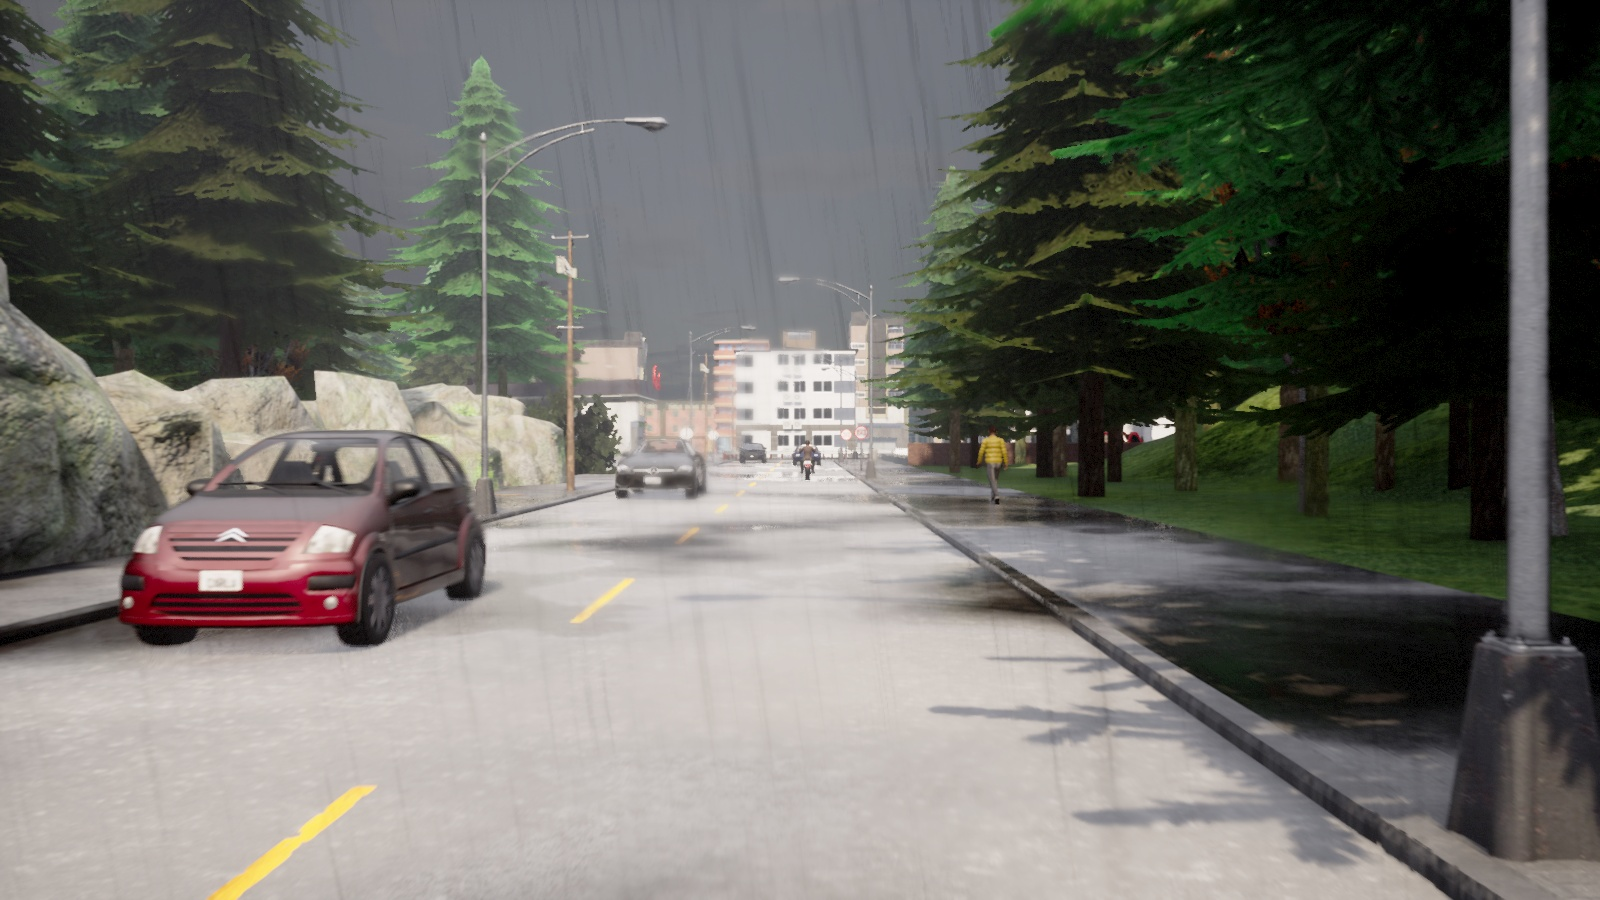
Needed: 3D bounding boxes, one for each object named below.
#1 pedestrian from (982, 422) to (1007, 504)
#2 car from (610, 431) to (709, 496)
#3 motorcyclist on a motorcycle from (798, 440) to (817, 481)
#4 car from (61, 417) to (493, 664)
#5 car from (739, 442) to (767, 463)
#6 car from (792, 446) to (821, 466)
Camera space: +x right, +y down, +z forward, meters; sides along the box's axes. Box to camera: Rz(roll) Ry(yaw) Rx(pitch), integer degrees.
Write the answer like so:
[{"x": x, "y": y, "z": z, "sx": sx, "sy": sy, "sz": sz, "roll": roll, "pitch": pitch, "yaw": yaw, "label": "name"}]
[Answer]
[{"x": 4.418, "y": 0.299, "z": 28.507, "sx": 0.431, "sy": 1.840, "sz": 0.709, "roll": 0, "pitch": 0, "yaw": -2, "label": "pedestrian"}, {"x": -3.785, "y": 0.327, "z": 34.668, "sx": 2.152, "sy": 1.651, "sz": 5.027, "roll": 0, "pitch": 0, "yaw": 0, "label": "car"}, {"x": 0.311, "y": 0.406, "z": 51.539, "sx": 0.766, "sy": 1.649, "sz": 2.350, "roll": 0, "pitch": 0, "yaw": 0, "label": "motorcyclist on a motorcycle"}, {"x": -3.926, "y": 0.583, "z": 10.254, "sx": 1.851, "sy": 1.617, "sz": 3.988, "roll": 0, "pitch": 0, "yaw": 0, "label": "car"}, {"x": -3.515, "y": 0.189, "z": 94.543, "sx": 1.882, "sy": 1.535, "sz": 5.008, "roll": 0, "pitch": 0, "yaw": 0, "label": "car"}, {"x": 0.464, "y": 0.368, "z": 85.024, "sx": 1.895, "sy": 1.301, "sz": 4.718, "roll": 0, "pitch": 0, "yaw": 0, "label": "car"}]
